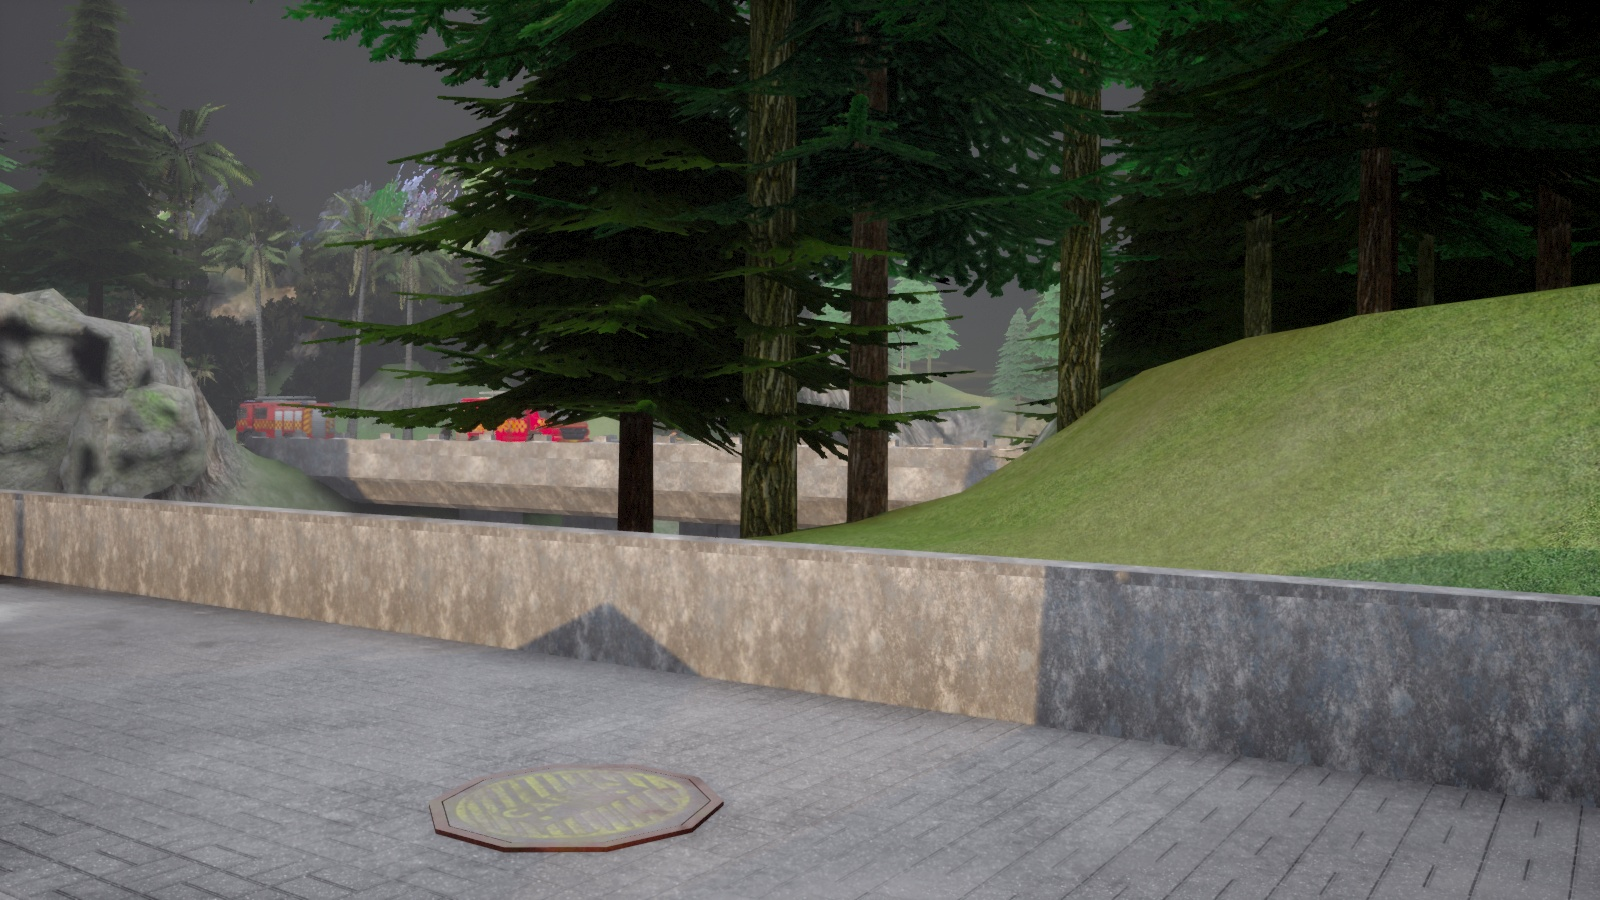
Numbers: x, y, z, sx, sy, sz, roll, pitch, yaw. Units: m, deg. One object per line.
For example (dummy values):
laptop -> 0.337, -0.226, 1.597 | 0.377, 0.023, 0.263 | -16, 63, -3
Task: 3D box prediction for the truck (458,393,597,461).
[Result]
truck -> -16.221, -1.302, 74.400 | 8.468, 3.827, 2.891 | 0, 1, 34
